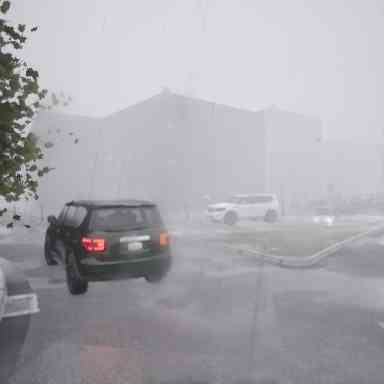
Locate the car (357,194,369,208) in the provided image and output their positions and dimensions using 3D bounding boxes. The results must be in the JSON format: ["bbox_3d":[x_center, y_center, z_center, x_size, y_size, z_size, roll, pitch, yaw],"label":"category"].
[{"bbox_3d":[17.286,1.236,38.736,2.097,1.535,5.008,-1,0,-40],"label":"car"}]

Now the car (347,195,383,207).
[{"bbox_3d":[23.588,1.143,44.100,2.231,1.521,4.892,-1,1,-40],"label":"car"}]

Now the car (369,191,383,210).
[{"bbox_3d":[21.866,1.079,36.717,4.553,1.767,2.097,0,-2,-39],"label":"car"}]

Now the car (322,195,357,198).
[{"bbox_3d":[15.205,1.136,36.918,2.185,1.767,4.553,-1,0,-40],"label":"car"}]

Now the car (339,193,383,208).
[{"bbox_3d":[21.508,1.049,42.280,2.185,1.767,4.553,-1,1,-40],"label":"car"}]

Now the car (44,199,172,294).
[{"bbox_3d":[-2.562,1.208,9.164,2.150,2.045,5.566,0,0,-31],"label":"car"}]

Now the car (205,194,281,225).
[{"bbox_3d":[3.656,1.153,23.399,5.566,2.045,2.150,0,0,-26],"label":"car"}]

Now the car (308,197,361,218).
[{"bbox_3d":[12.423,1.414,28.857,4.181,1.385,1.994,-1,1,-37],"label":"car"}]
